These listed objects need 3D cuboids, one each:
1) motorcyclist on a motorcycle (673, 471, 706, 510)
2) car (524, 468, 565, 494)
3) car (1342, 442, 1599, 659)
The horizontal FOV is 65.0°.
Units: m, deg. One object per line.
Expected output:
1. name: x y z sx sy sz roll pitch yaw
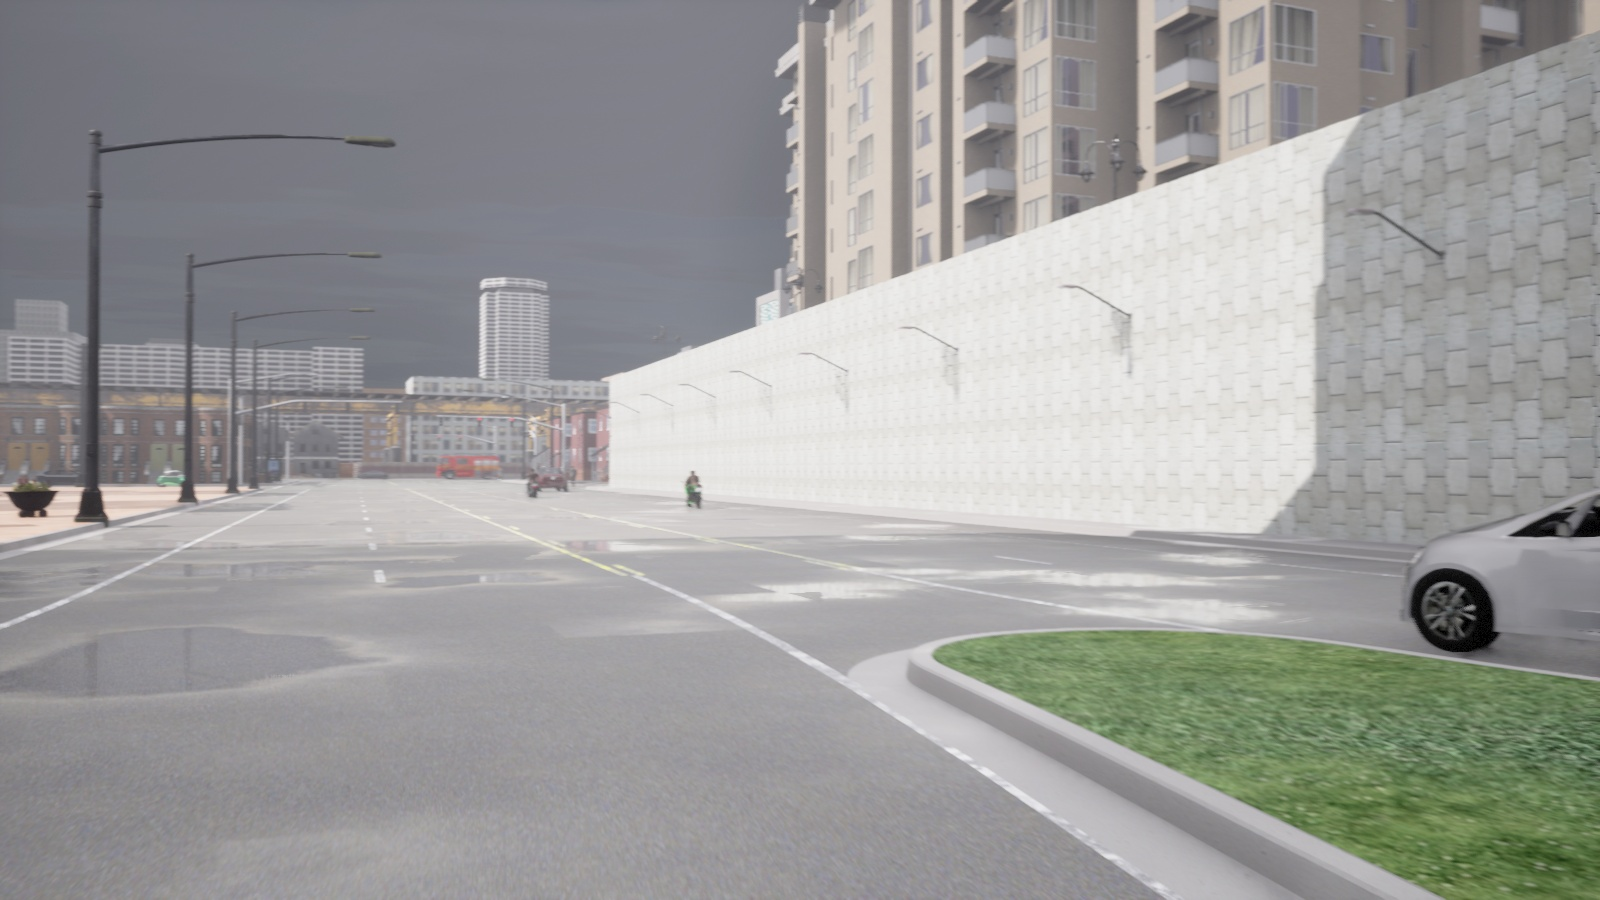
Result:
1. motorcyclist on a motorcycle: -4.391 1.588 49.663 0.797 1.523 2.044 0 -1 -20
2. car: -17.669 2.113 86.691 2.097 1.767 4.553 0 -1 -20
3. car: 7.158 0.772 10.174 2.242 1.667 4.611 0 -1 -32
